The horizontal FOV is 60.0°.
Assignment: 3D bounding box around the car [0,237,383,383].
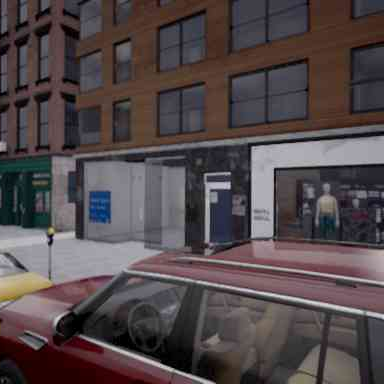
[{"bbox_3d":[0.350,1.308,2.562,5.009,1.841,2.192,0,0,36],"label":"car"}]
